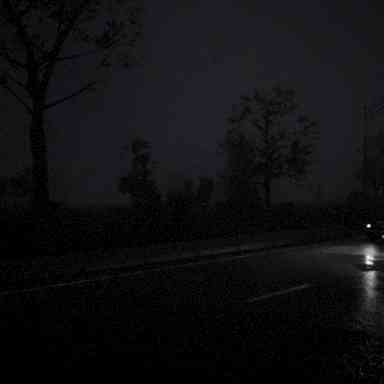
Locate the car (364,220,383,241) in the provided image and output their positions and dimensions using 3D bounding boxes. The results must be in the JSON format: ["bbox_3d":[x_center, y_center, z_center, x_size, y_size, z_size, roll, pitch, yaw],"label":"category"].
[{"bbox_3d":[10.014,1.592,15.431,4.718,1.301,1.895,0,0,-35],"label":"car"}]
